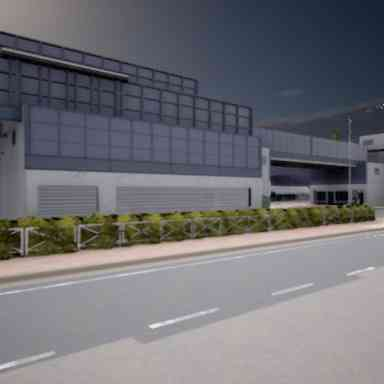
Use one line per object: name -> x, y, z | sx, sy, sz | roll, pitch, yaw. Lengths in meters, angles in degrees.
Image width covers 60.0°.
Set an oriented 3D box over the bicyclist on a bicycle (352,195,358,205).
bicyclist on a bicycle -> 23.209, 1.289, 47.362 | 1.656, 1.620, 0.582 | 0, 0, -36
